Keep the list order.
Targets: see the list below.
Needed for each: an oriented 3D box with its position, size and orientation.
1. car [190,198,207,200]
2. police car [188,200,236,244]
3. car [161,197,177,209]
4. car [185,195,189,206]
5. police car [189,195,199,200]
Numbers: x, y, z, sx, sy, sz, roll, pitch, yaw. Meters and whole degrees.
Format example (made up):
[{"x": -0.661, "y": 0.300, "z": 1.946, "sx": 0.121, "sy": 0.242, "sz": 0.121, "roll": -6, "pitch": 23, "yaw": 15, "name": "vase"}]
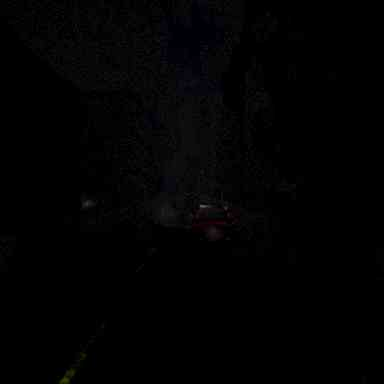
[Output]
[{"x": 0.896, "y": 1.453, "z": 25.750, "sx": 1.837, "sy": 1.490, "sz": 4.892, "roll": 0, "pitch": 0, "yaw": 0, "name": "car"}, {"x": 0.897, "y": 1.394, "z": 15.859, "sx": 1.930, "sy": 1.638, "sz": 5.238, "roll": 0, "pitch": 0, "yaw": 0, "name": "police car"}, {"x": -3.090, "y": 1.399, "z": 44.736, "sx": 2.128, "sy": 1.511, "sz": 4.902, "roll": 0, "pitch": 0, "yaw": 0, "name": "car"}, {"x": -0.007, "y": 1.244, "z": 52.177, "sx": 2.097, "sy": 1.767, "sz": 4.553, "roll": 0, "pitch": 0, "yaw": 0, "name": "car"}, {"x": 0.895, "y": 1.360, "z": 31.859, "sx": 1.930, "sy": 1.638, "sz": 5.238, "roll": 0, "pitch": 0, "yaw": 0, "name": "police car"}]
